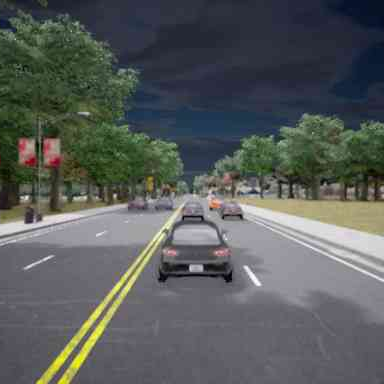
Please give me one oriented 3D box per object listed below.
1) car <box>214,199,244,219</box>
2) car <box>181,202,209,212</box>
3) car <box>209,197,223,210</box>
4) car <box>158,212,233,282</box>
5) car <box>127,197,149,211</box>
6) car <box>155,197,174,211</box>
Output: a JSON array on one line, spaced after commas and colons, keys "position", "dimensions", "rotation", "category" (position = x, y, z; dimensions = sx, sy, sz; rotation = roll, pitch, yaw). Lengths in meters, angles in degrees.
[{"position": [3.297, 1.570, 28.952], "dimensions": [2.033, 1.411, 5.357], "rotation": [0, 0, 0], "category": "car"}, {"position": [0.064, 1.565, 27.619], "dimensions": [2.033, 1.411, 5.357], "rotation": [0, 0, 0], "category": "car"}, {"position": [3.244, 1.399, 42.849], "dimensions": [2.097, 1.767, 4.553], "rotation": [0, 0, 0], "category": "car"}, {"position": [0.087, 1.525, 9.644], "dimensions": [1.812, 1.442, 4.674], "rotation": [0, 0, 0], "category": "car"}, {"position": [-6.636, 1.387, 41.178], "dimensions": [2.097, 1.767, 4.553], "rotation": [0, 0, 0], "category": "car"}, {"position": [-3.386, 1.390, 41.166], "dimensions": [2.097, 1.767, 4.553], "rotation": [0, 0, 0], "category": "car"}]
